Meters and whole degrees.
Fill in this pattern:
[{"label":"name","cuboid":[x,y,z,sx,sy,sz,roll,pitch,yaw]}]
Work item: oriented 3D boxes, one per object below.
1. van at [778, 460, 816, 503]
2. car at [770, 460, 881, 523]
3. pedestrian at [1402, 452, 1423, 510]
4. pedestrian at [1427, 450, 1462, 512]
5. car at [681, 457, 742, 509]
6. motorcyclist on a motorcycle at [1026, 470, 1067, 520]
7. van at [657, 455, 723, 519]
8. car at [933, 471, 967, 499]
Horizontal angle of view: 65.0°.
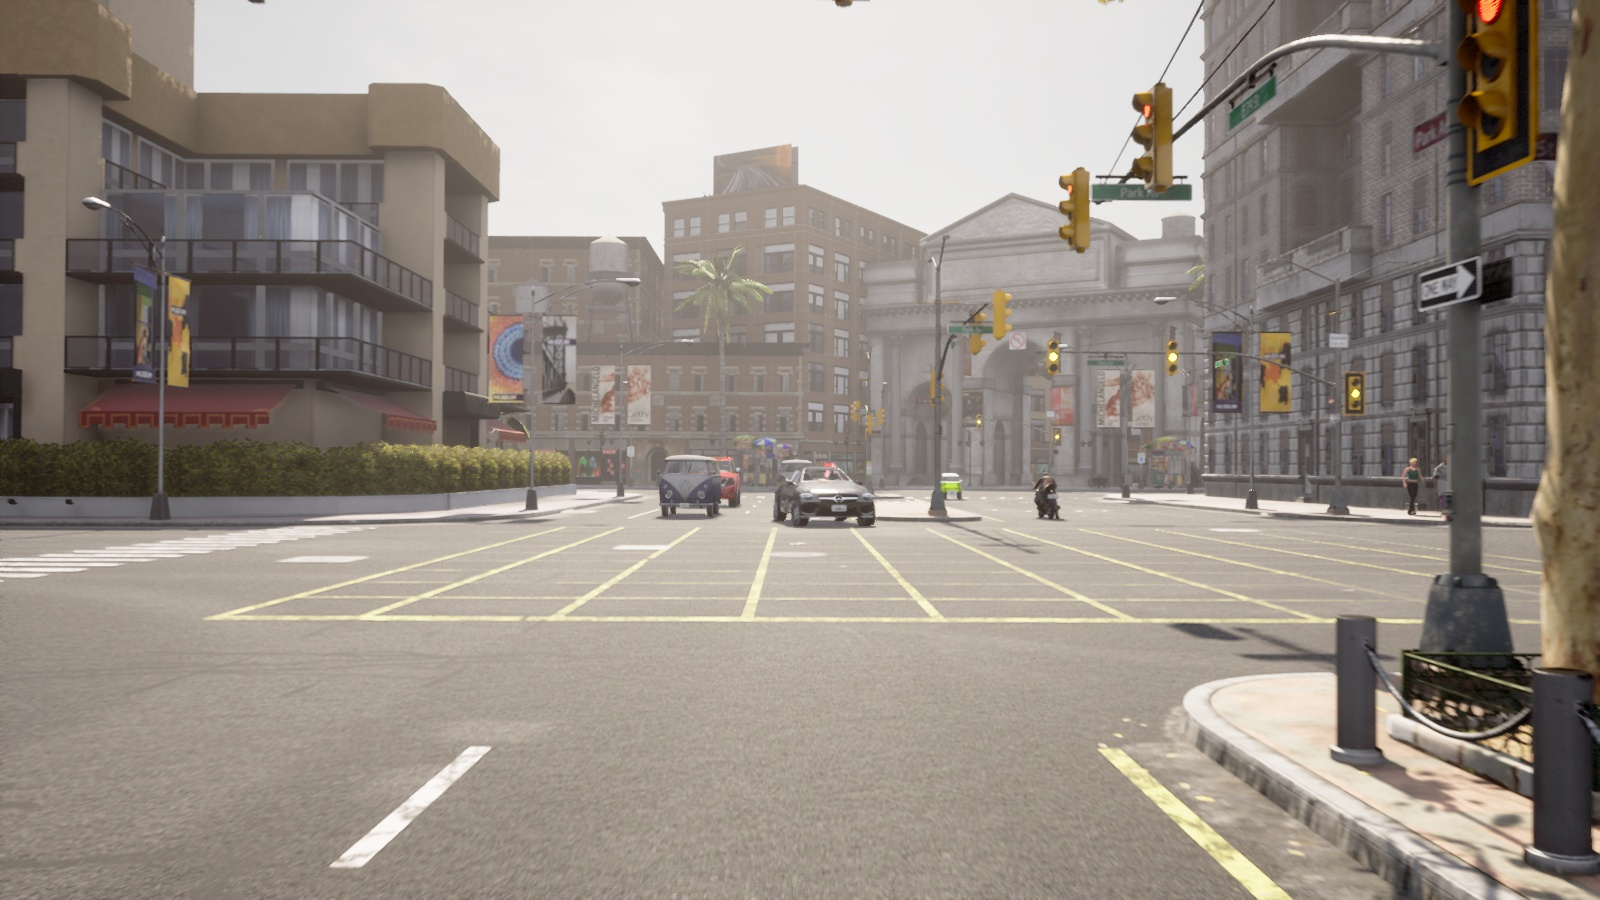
[{"label":"van","cuboid":[-0.146,1.471,60.239,1.775,1.987,4.442,0,-1,0]},{"label":"car","cuboid":[0.614,1.125,35.693,2.152,1.651,5.027,0,-1,-11]},{"label":"pedestrian","cuboid":[19.422,0.990,39.837,0.345,1.836,0.594,0,-1,1]},{"label":"pedestrian","cuboid":[20.676,0.992,40.298,0.659,1.952,0.873,0,-1,1]},{"label":"car","cuboid":[-3.630,1.331,52.505,2.150,2.045,5.566,0,0,0]},{"label":"motorcyclist on a motorcycle","cuboid":[7.901,1.421,40.302,0.866,1.530,2.191,0,-1,0]},{"label":"van","cuboid":[-3.579,1.203,41.449,1.775,1.987,4.442,0,-1,0]},{"label":"car","cuboid":[7.837,1.825,65.775,1.481,1.376,2.207,0,-1,0]}]
